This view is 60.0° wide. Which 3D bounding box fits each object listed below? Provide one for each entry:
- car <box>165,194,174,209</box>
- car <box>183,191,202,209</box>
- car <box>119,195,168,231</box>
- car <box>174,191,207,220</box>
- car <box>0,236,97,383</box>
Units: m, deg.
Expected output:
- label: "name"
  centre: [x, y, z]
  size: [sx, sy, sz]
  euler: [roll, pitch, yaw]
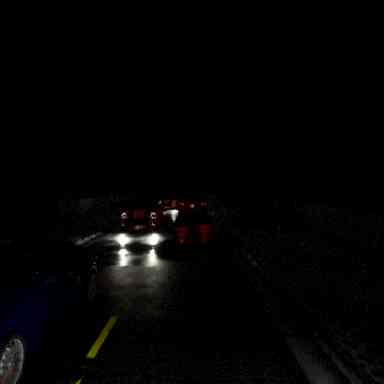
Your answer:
- label: "car"
  centre: [-2.763, 1.074, 38.566]
  size: [2.097, 1.767, 4.553]
  euler: [0, 1, 1]
- label: "car"
  centre: [0.081, 0.909, 42.273]
  size: [2.150, 2.045, 5.566]
  euler: [0, 1, 1]
- label: "car"
  centre: [-2.817, 1.236, 19.522]
  size: [2.097, 1.767, 4.553]
  euler: [0, 0, 0]
- label: "car"
  centre: [0.023, 1.055, 26.061]
  size: [2.150, 2.045, 5.566]
  euler: [0, 0, 0]
- label: "car"
  centre: [-2.847, 1.499, 5.183]
  size: [1.812, 1.442, 4.674]
  euler: [0, 0, 1]
